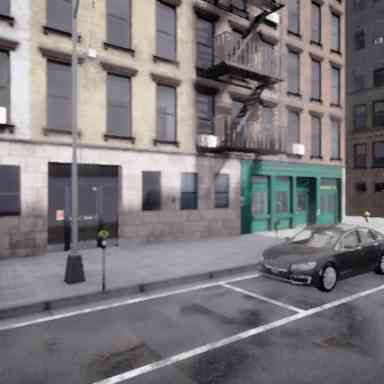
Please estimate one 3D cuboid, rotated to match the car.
[{"bbox_3d":[3.662,1.545,8.800,4.403,1.369,2.008,0,0,-35],"label":"car"}]
